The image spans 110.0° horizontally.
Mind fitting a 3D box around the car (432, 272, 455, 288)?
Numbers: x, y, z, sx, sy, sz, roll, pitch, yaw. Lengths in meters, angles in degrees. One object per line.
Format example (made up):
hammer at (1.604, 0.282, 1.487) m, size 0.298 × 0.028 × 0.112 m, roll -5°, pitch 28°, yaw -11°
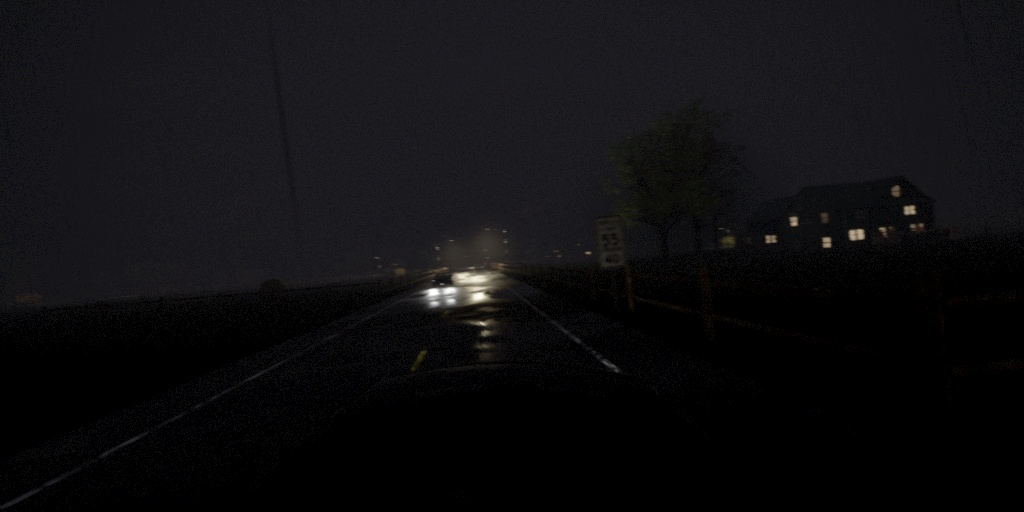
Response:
car at (-6.507, 2.231, 34.198) m, size 1.895 × 1.301 × 4.718 m, roll -6°, pitch 0°, yaw -6°
